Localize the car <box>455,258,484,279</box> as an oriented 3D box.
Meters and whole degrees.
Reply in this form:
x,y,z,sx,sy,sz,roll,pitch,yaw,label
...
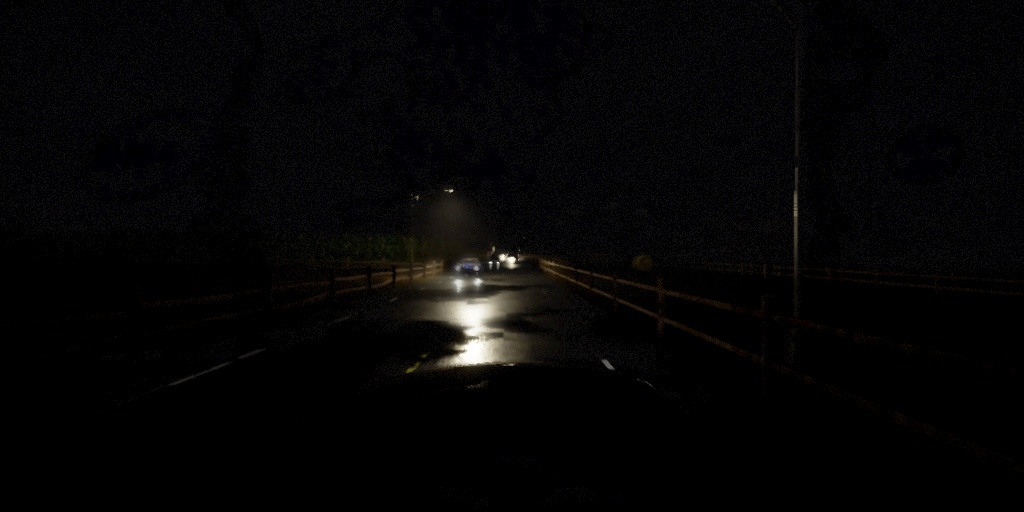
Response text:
x,y,z,sx,sy,sz,roll,pitch,yaw,label
-3.599,0.985,30.977,2.097,1.767,4.553,0,0,0,car
